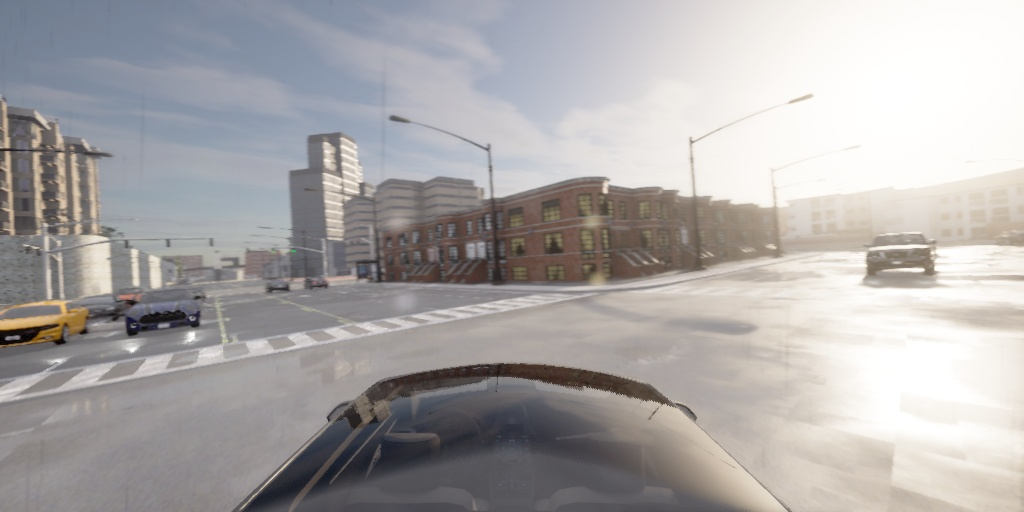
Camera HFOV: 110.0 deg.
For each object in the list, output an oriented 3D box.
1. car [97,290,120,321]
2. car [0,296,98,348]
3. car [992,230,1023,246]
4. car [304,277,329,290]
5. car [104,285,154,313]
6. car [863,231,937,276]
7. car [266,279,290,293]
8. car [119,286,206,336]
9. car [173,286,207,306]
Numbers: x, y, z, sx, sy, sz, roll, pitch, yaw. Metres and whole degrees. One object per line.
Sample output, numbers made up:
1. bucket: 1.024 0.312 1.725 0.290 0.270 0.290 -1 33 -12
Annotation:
1. car: -23.526 2.970 20.490 1.812 1.442 4.674 -3 -1 -40
2. car: -17.617 2.477 13.383 1.882 1.535 5.008 -3 -1 -41
3. car: 52.453 -1.900 37.416 1.837 1.490 4.892 -4 -1 36
4. car: -22.659 3.104 41.457 2.033 1.411 5.357 -3 -1 -39
5. car: -30.004 3.284 28.257 2.097 1.767 4.553 -3 -1 -40
6. car: 19.456 -0.176 17.985 5.566 2.045 2.150 -3 -1 -40
7. car: -26.666 3.378 40.794 1.994 1.385 4.181 -3 -1 -39
8. car: -14.699 2.175 15.343 2.097 1.767 4.553 -3 -1 -40
9. car: -27.691 3.403 30.963 1.895 1.301 4.718 -3 -1 -40
